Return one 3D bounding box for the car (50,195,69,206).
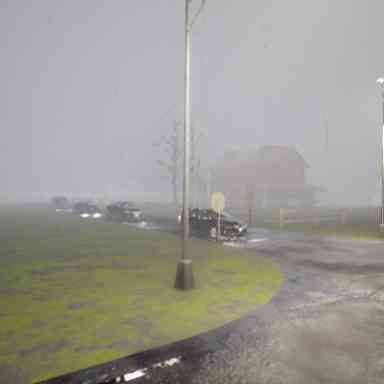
[{"bbox_3d":[-23.194,1.385,58.125,2.097,1.767,4.553,1,0,-35],"label":"car"}]

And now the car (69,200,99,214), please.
[{"bbox_3d":[-11.661,1.618,36.579,1.994,1.385,4.181,1,0,-36],"label":"car"}]

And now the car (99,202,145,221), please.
[{"bbox_3d":[-5.724,1.571,28.123,2.128,1.511,4.902,1,0,-35],"label":"car"}]

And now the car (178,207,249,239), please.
[{"bbox_3d":[1.047,1.614,18.360,1.837,1.490,4.892,1,0,-34],"label":"car"}]

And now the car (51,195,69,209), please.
[{"bbox_3d":[-17.611,1.558,45.136,1.812,1.442,4.674,1,0,-34],"label":"car"}]
